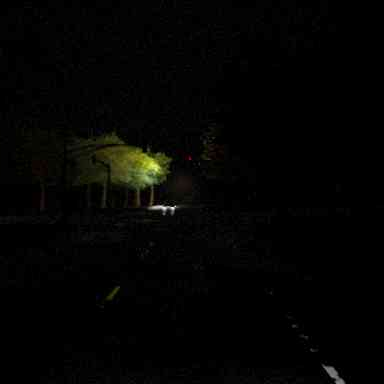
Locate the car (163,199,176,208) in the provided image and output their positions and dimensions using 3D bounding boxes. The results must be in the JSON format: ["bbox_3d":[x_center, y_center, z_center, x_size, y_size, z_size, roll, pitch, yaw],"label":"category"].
[{"bbox_3d":[-4.294,2.121,61.824,1.837,1.490,4.892,0,-1,-1],"label":"car"}]

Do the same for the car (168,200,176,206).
[{"bbox_3d":[-4.601,2.460,76.976,1.812,1.442,4.674,0,-1,-1],"label":"car"}]
